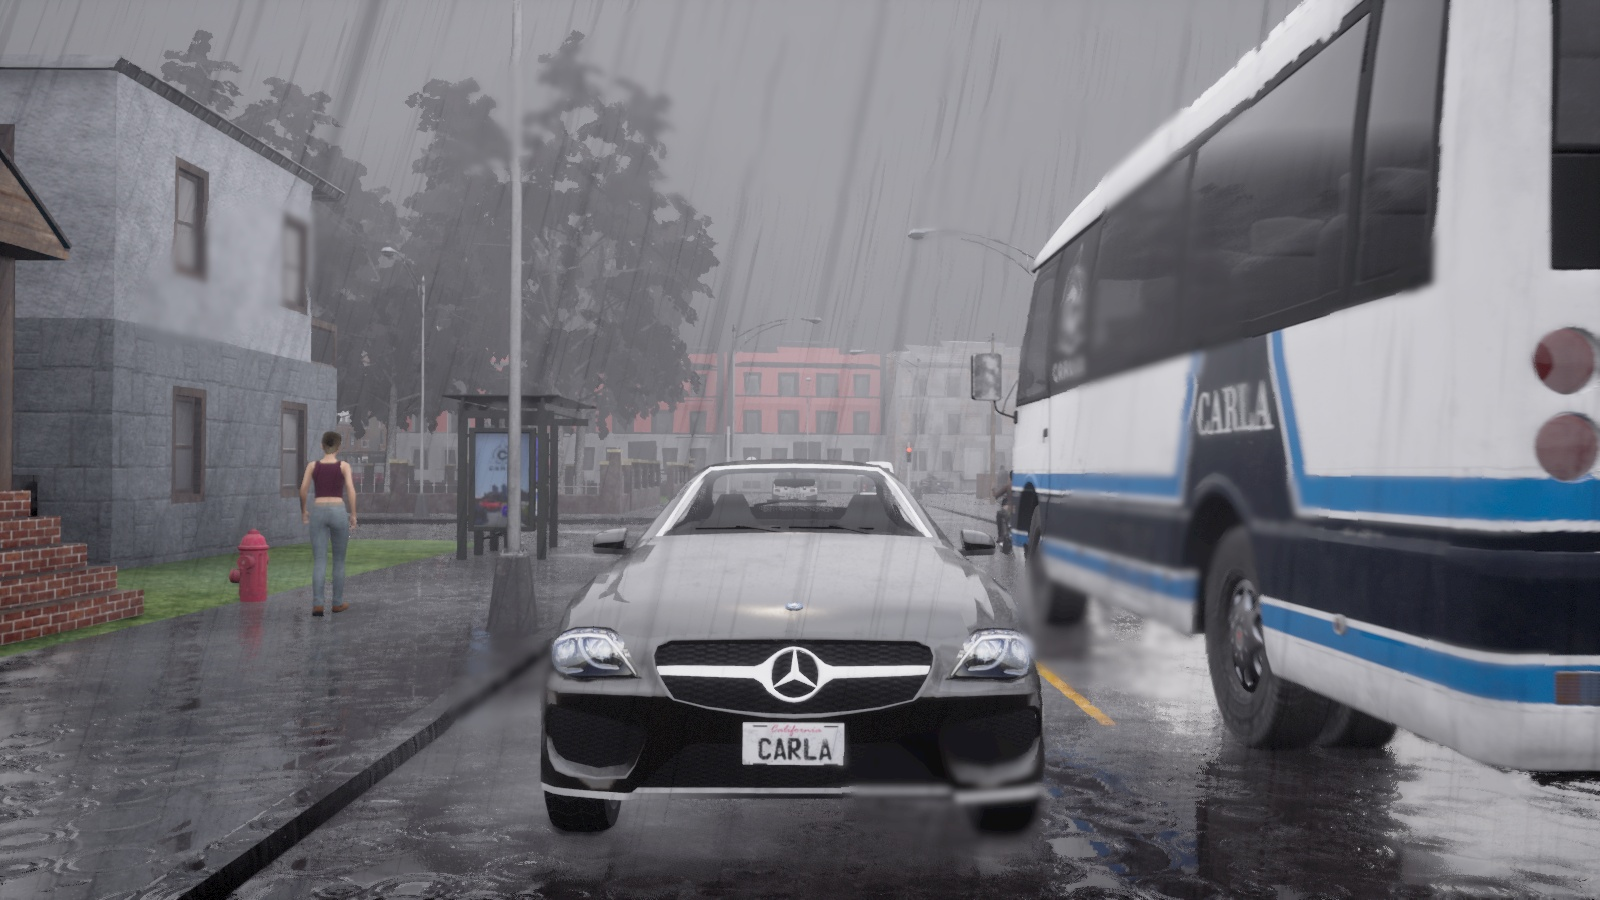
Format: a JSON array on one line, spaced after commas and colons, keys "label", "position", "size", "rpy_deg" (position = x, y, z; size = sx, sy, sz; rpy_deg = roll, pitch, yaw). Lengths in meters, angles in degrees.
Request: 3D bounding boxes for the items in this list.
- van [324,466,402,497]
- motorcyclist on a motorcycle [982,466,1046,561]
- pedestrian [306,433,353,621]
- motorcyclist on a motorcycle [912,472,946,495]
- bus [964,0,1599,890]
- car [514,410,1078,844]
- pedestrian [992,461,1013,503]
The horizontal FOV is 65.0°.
[{"label": "van", "position": [-28.225, 2.041, 81.259], "size": [4.442, 1.987, 1.775], "rpy_deg": [0, -1, 0]}, {"label": "motorcyclist on a motorcycle", "position": [3.920, 1.138, 23.178], "size": [0.766, 1.649, 2.350], "rpy_deg": [0, -1, 0]}, {"label": "pedestrian", "position": [-4.700, 0.754, 12.565], "size": [0.345, 1.836, 0.594], "rpy_deg": [0, -1, -12]}, {"label": "motorcyclist on a motorcycle", "position": [8.774, 2.243, 85.294], "size": [2.191, 1.530, 0.866], "rpy_deg": [0, -1, -3]}, {"label": "bus", "position": [3.960, -0.413, 9.845], "size": [3.944, 4.253, 10.273], "rpy_deg": [0, -1, 0]}, {"label": "car", "position": [-0.029, 0.716, 7.320], "size": [2.152, 1.651, 5.027], "rpy_deg": [0, -1, 0]}, {"label": "pedestrian", "position": [9.137, 1.437, 56.686], "size": [0.563, 1.883, 0.849], "rpy_deg": [0, -1, -26]}]
